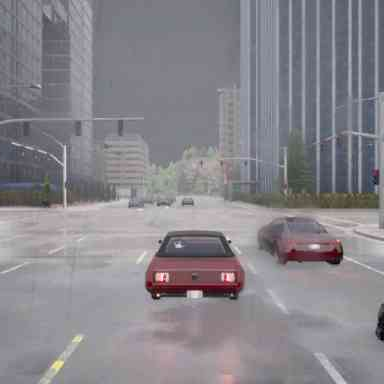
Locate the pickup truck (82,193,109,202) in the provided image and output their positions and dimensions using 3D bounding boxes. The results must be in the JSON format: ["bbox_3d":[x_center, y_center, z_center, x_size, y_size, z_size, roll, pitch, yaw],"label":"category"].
[{"bbox_3d":[-21.165,1.058,73.415,2.390,2.098,6.274,0,0,30],"label":"pickup truck"}]

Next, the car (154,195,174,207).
[{"bbox_3d":[-4.315,1.564,52.021,1.994,1.385,4.181,0,0,-1],"label":"car"}]

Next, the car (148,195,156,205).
[{"bbox_3d":[-7.909,1.501,58.960,1.837,1.490,4.892,0,1,-1],"label":"car"}]

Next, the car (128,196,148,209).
[{"bbox_3d":[-7.747,1.504,46.694,1.837,1.490,4.892,0,0,-1],"label":"car"}]

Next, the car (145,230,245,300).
[{"bbox_3d":[0.074,1.601,8.358,1.895,1.301,4.718,0,0,0],"label":"car"}]

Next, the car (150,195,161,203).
[{"bbox_3d":[-8.050,1.525,73.946,2.128,1.511,4.902,0,0,-1],"label":"car"}]

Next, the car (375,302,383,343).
[{"bbox_3d":[3.608,1.563,3.013,1.994,1.385,4.181,0,0,-1],"label":"car"}]

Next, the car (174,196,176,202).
[{"bbox_3d":[-4.442,1.505,62.322,1.837,1.490,4.892,0,0,-1],"label":"car"}]

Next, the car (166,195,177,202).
[{"bbox_3d":[-4.570,1.524,75.425,2.128,1.511,4.902,0,0,-1],"label":"car"}]

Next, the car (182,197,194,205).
[{"bbox_3d":[-0.713,1.563,57.331,1.994,1.385,4.181,0,0,-1],"label":"car"}]

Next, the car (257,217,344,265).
[{"bbox_3d":[3.582,1.564,11.715,1.994,1.385,4.181,0,0,0],"label":"car"}]
